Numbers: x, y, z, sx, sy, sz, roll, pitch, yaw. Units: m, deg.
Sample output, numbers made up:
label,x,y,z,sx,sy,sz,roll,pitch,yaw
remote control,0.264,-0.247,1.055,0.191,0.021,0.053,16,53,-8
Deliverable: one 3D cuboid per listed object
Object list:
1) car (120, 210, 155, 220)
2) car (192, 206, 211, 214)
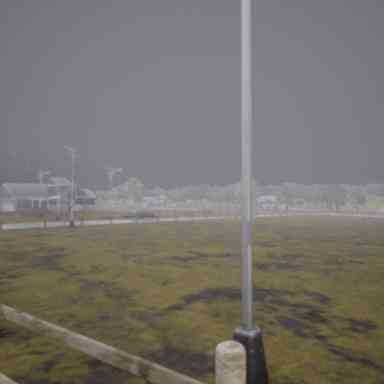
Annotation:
label,x,y,z,sx,sy,sz,roll,pitch,yaw
car,-7.396,3.124,45.871,2.033,1.411,5.357,0,-3,35
car,1.774,3.210,58.631,2.097,1.767,4.553,0,-3,35
